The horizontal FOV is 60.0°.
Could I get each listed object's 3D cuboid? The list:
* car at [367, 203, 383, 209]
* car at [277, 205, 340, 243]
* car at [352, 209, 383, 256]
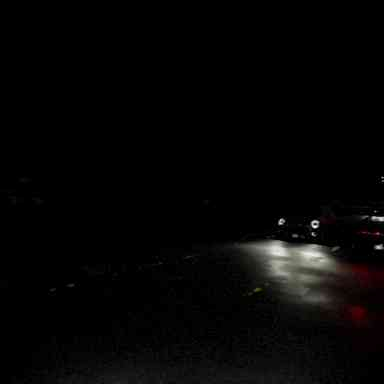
[{"bbox_3d":[21.181,2.000,37.837,1.994,1.385,4.181,1,0,36],"label":"car"},{"bbox_3d":[6.083,1.466,17.156,2.097,1.767,4.553,1,0,36],"label":"car"},{"bbox_3d":[7.643,1.650,13.015,2.128,1.511,4.902,1,0,36],"label":"car"}]
